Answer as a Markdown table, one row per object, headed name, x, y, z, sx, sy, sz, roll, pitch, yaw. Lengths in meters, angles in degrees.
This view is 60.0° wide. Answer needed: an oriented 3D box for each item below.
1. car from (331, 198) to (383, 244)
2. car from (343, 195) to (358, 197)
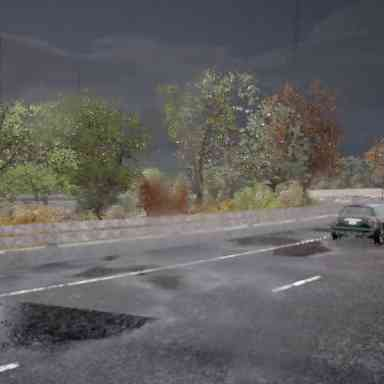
| name | x | y | z | sx | sy | sz | roll | pitch | yaw |
| --- | --- | --- | --- | --- | --- | --- | --- | --- | --- |
| car | 8.550 | 1.354 | 16.043 | 4.553 | 1.767 | 2.097 | 0 | 0 | -44 |
| car | 40.114 | 1.546 | 85.626 | 1.994 | 1.385 | 4.181 | 0 | 0 | 1 |
